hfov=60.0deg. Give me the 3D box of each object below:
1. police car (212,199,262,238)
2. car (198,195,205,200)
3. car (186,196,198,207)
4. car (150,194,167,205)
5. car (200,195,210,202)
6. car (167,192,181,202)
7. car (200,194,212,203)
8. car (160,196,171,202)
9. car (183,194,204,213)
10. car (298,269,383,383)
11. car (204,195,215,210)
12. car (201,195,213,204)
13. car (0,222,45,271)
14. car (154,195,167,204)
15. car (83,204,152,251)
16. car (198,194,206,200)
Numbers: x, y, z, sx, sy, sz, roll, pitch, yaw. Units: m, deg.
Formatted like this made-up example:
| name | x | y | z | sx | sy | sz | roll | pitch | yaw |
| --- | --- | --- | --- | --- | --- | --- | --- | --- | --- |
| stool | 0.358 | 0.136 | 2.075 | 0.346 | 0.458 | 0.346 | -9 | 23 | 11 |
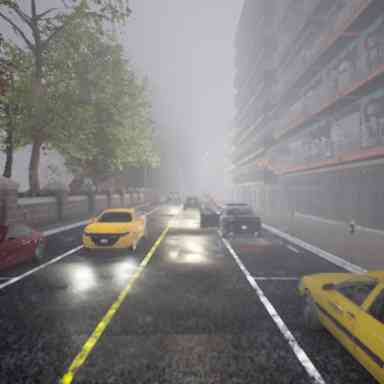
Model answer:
| name | x | y | z | sx | sy | sz | roll | pitch | yaw |
| --- | --- | --- | --- | --- | --- | --- | --- | --- | --- |
| police car | 2.365 | 1.397 | 17.641 | 1.930 | 1.638 | 5.238 | 0 | 0 | 0 |
| car | 2.678 | 1.488 | 93.964 | 1.947 | 1.339 | 4.313 | 0 | 0 | 0 |
| car | -0.006 | 1.439 | 52.310 | 1.837 | 1.490 | 4.892 | 0 | 0 | 0 |
| car | -5.698 | 1.373 | 54.552 | 1.967 | 1.590 | 4.097 | 0 | 0 | 0 |
| car | 2.680 | 1.365 | 71.443 | 1.967 | 1.590 | 4.097 | 0 | 0 | 0 |
| car | -3.007 | 0.812 | 55.246 | 2.150 | 2.045 | 5.566 | 0 | 0 | 0 |
| car | 2.680 | 1.243 | 65.812 | 2.192 | 1.841 | 5.009 | 0 | 0 | 0 |
| car | -5.700 | 1.476 | 71.442 | 2.008 | 1.369 | 4.403 | 0 | 0 | 0 |
| car | 0.038 | 1.295 | 40.454 | 2.097 | 1.767 | 4.553 | 0 | 0 | 0 |
| car | 2.689 | 1.518 | 4.049 | 1.752 | 1.417 | 4.829 | 0 | 0 | 0 |
| car | 2.683 | 1.481 | 48.922 | 1.887 | 1.381 | 4.507 | 0 | 0 | 0 |
| car | 2.682 | 1.370 | 60.182 | 1.967 | 1.590 | 4.097 | 0 | 0 | 0 |
| car | -5.693 | 1.566 | 9.508 | 1.802 | 1.307 | 4.206 | 0 | 0 | 0 |
| car | -5.699 | 1.371 | 60.180 | 1.967 | 1.590 | 4.097 | 0 | 0 | 0 |
| car | -3.103 | 1.454 | 14.255 | 1.882 | 1.535 | 5.008 | 0 | 0 | 0 |
| car | 2.678 | 1.361 | 88.334 | 1.967 | 1.590 | 4.097 | 0 | 0 | 0 |
